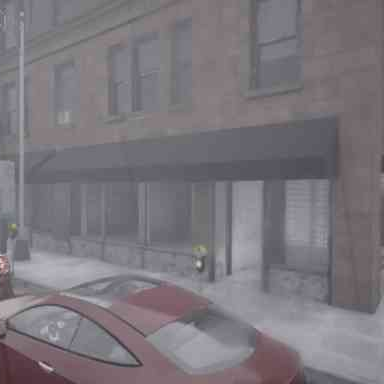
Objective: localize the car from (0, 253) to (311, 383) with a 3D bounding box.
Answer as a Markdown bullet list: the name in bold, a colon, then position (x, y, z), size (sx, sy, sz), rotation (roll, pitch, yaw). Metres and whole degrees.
- **car**: position (-0.929, 1.564, 3.472), size (4.206, 1.307, 1.802), rotation (0, 0, 35)
